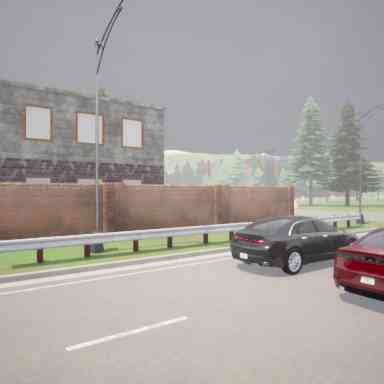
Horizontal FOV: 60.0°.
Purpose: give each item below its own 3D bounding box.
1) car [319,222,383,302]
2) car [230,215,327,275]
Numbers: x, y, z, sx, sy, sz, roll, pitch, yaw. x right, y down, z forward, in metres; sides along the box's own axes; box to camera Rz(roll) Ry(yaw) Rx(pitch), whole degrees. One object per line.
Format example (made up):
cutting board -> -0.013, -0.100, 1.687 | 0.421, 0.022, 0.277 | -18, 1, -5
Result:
car -> 5.258, 1.478, 7.543 | 5.008, 1.535, 1.882 | 0, 0, -35
car -> 3.400, 1.505, 10.515 | 4.892, 1.490, 1.837 | 0, 0, -35
